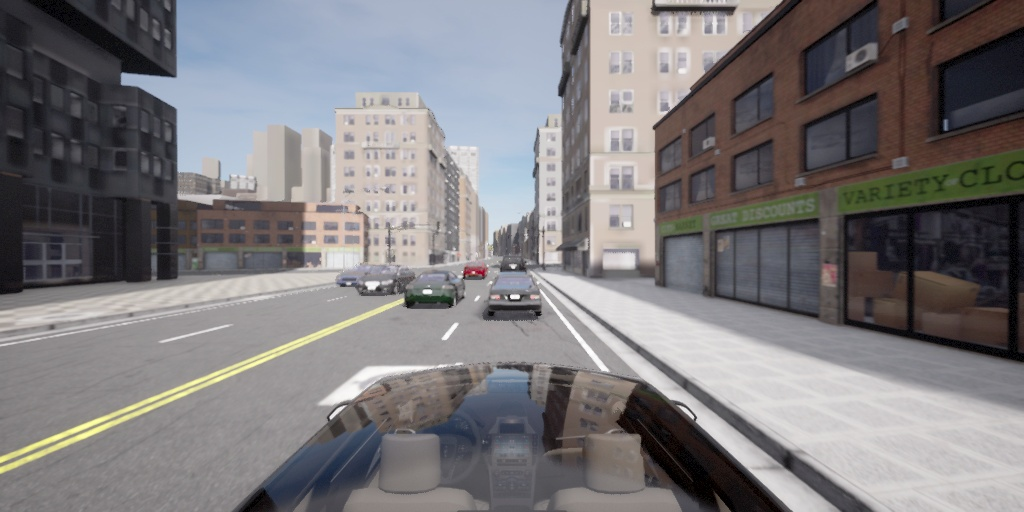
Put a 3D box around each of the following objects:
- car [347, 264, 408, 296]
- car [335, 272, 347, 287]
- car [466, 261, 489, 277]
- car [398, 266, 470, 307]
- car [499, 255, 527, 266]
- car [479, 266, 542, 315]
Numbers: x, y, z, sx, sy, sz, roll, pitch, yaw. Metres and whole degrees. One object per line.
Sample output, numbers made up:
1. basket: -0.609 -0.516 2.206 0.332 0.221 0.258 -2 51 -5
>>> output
1. car: -6.599 1.229 19.309 2.128 1.511 4.902 0 0 0
2. car: -9.847 1.279 24.288 2.033 1.411 5.357 0 0 0
3. car: -3.156 1.202 31.928 1.882 1.535 5.008 0 0 0
4. car: -3.156 1.304 15.400 1.994 1.385 4.181 0 0 0
5. car: 0.092 0.948 29.911 2.150 2.045 5.566 0 0 0
6. car: 0.094 1.290 13.421 2.033 1.411 5.357 0 0 0
